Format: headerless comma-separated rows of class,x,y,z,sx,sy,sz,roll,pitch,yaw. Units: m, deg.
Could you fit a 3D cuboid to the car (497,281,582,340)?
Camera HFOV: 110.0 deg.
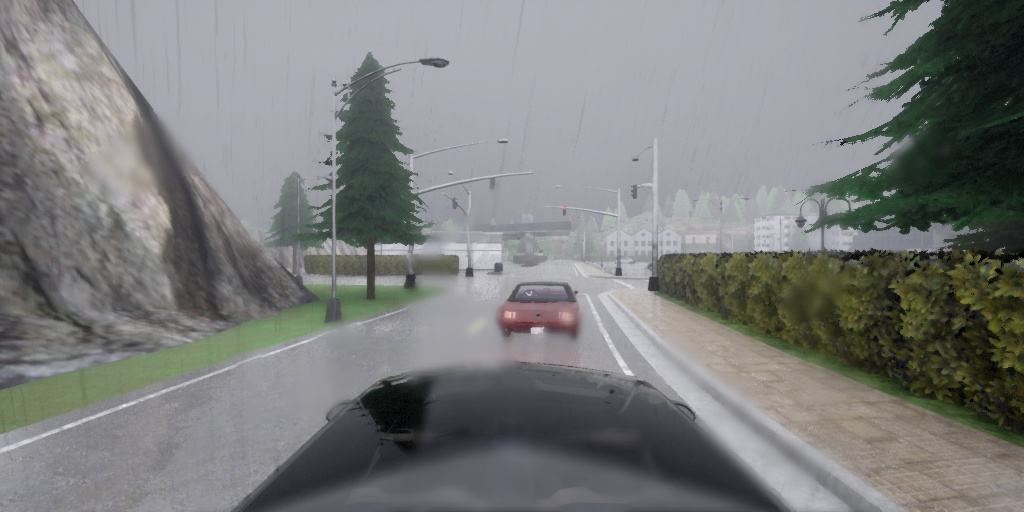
car,0.909,1.351,10.064,1.895,1.301,4.718,0,0,8
